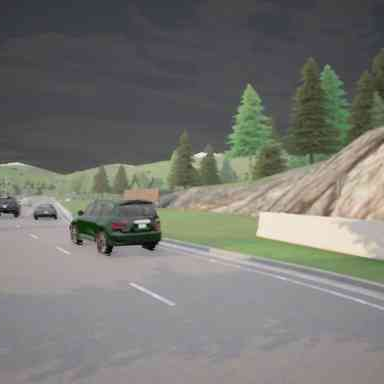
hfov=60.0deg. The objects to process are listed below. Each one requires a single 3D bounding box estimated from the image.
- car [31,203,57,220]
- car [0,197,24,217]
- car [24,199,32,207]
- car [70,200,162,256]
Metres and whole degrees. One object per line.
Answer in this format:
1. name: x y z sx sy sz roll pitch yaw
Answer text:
1. car: -14.155 1.855 32.162 1.994 1.385 4.181 0 0 -25
2. car: -19.145 1.552 34.641 2.150 2.045 5.566 0 0 -23
3. car: -31.769 2.116 63.673 1.812 1.442 4.674 0 0 -23
4. car: -3.376 1.338 14.109 2.150 2.045 5.566 0 -1 -36
